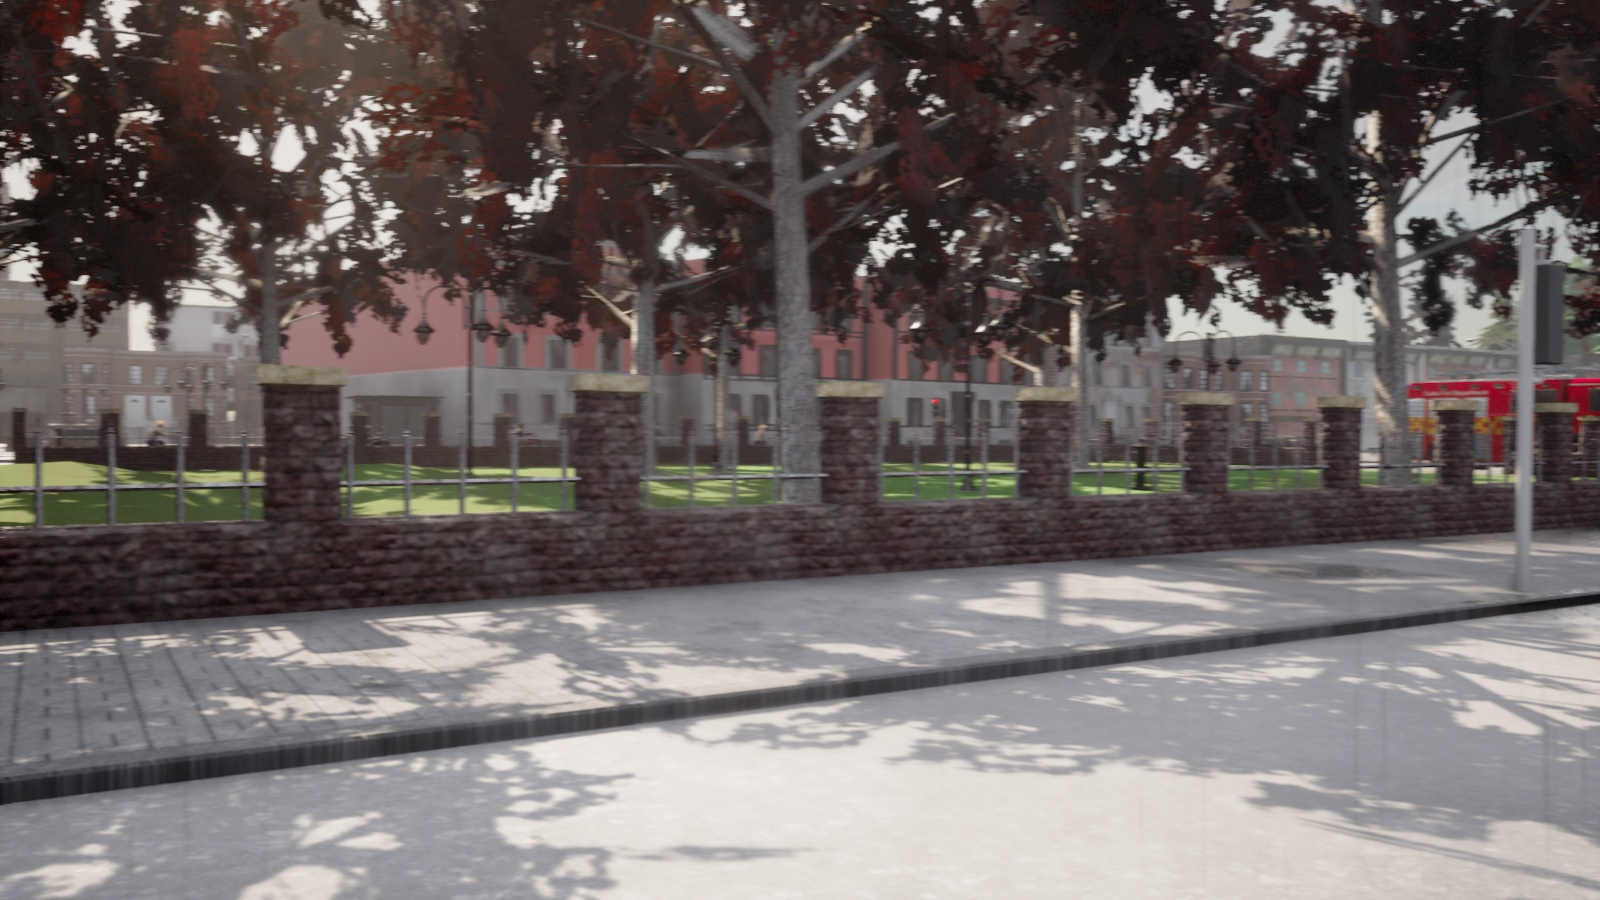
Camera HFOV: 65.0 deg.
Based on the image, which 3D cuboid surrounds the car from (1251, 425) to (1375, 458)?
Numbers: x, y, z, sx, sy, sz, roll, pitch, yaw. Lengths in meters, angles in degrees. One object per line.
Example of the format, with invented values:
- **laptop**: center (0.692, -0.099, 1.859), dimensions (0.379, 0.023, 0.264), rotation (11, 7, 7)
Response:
- **car**: center (22.009, -0.380, 54.055), dimensions (1.895, 1.301, 4.718), rotation (-1, 1, -31)

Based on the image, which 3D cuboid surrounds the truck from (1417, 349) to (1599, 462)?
- **truck**: center (27.154, -1.553, 45.385), dimensions (2.891, 3.827, 8.468), rotation (-1, 1, -32)

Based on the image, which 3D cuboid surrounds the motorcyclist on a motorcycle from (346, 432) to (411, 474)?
- **motorcyclist on a motorcycle**: center (-15.914, 0.112, 47.442), dimensions (2.191, 1.530, 0.866), rotation (-1, 1, -31)
